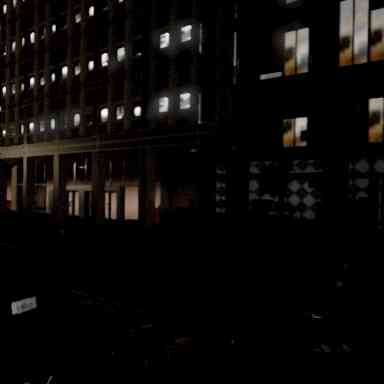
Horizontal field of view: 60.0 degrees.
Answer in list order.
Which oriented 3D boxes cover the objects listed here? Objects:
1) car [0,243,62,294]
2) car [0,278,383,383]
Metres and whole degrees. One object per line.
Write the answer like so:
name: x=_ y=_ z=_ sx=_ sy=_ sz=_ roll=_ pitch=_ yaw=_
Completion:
car: x=-3.931 y=1.549 z=5.667 sx=4.313 sy=1.339 sz=1.947 roll=0 pitch=1 yaw=36
car: x=0.648 y=1.564 z=2.400 sx=4.313 sy=1.339 sz=1.947 roll=0 pitch=1 yaw=36
